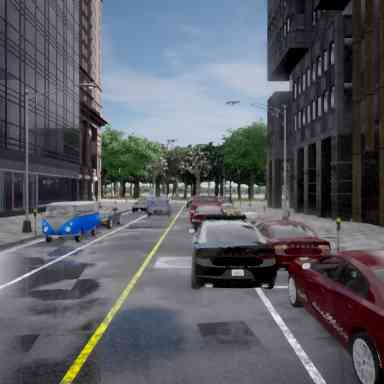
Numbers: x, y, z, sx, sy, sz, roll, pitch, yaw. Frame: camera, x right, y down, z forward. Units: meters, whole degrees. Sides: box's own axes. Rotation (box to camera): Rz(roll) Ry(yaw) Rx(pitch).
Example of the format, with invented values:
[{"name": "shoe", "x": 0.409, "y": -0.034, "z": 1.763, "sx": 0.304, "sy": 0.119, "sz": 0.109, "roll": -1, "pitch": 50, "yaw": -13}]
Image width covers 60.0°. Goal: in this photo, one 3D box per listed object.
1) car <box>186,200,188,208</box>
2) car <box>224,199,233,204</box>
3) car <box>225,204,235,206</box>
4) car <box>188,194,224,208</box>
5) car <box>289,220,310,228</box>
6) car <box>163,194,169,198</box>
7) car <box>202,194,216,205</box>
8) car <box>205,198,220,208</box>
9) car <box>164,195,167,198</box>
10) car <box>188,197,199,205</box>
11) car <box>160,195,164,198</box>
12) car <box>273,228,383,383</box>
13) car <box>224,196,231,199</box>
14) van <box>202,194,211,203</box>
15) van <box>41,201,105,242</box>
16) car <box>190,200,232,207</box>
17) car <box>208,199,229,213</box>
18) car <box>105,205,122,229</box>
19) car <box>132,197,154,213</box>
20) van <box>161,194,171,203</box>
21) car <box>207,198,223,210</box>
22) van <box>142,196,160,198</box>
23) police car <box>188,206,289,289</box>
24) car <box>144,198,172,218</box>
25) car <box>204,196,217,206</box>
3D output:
[{"name": "car", "x": 0.194, "y": 1.500, "z": 47.149, "sx": 2.128, "sy": 1.511, "sz": 4.902, "roll": 0, "pitch": 0, "yaw": 1}, {"name": "car", "x": 2.863, "y": 1.527, "z": 26.962, "sx": 1.752, "sy": 1.417, "sz": 4.829, "roll": 0, "pitch": 0, "yaw": 0}, {"name": "car", "x": 2.821, "y": 1.526, "z": 16.087, "sx": 1.752, "sy": 1.417, "sz": 4.829, "roll": 0, "pitch": 0, "yaw": 0}, {"name": "car", "x": 0.958, "y": 1.224, "z": 25.219, "sx": 2.150, "sy": 2.045, "sz": 5.566, "roll": 0, "pitch": 0, "yaw": 0}, {"name": "car", "x": 2.800, "y": 1.545, "z": 10.480, "sx": 1.887, "sy": 1.381, "sz": 4.507, "roll": 0, "pitch": 0, "yaw": 0}, {"name": "car", "x": -5.539, "y": 1.540, "z": 59.280, "sx": 1.752, "sy": 1.417, "sz": 4.829, "roll": 0, "pitch": 0, "yaw": 0}, {"name": "car", "x": 2.986, "y": 1.330, "z": 59.418, "sx": 2.192, "sy": 1.841, "sz": 5.009, "roll": 0, "pitch": 0, "yaw": 0}, {"name": "car", "x": 2.945, "y": 1.554, "z": 48.543, "sx": 1.887, "sy": 1.381, "sz": 4.507, "roll": 0, "pitch": 0, "yaw": 0}, {"name": "car", "x": -5.559, "y": 1.578, "z": 54.012, "sx": 1.947, "sy": 1.339, "sz": 4.313, "roll": 0, "pitch": 0, "yaw": 0}, {"name": "car", "x": 0.229, "y": 1.580, "z": 60.382, "sx": 1.994, "sy": 1.385, "sz": 4.181, "roll": 0, "pitch": 0, "yaw": 0}, {"name": "car", "x": -5.581, "y": 1.534, "z": 48.405, "sx": 1.752, "sy": 1.417, "sz": 4.829, "roll": 0, "pitch": 0, "yaw": 0}, {"name": "car", "x": 2.779, "y": 1.545, "z": 5.042, "sx": 1.887, "sy": 1.381, "sz": 4.507, "roll": 0, "pitch": 0, "yaw": 0}, {"name": "car", "x": 2.882, "y": 1.318, "z": 32.230, "sx": 2.192, "sy": 1.841, "sz": 5.009, "roll": 0, "pitch": 0, "yaw": 0}, {"name": "van", "x": 3.028, "y": 1.363, "z": 70.293, "sx": 1.690, "sy": 1.788, "sz": 3.998, "roll": 0, "pitch": 0, "yaw": 0}, {"name": "van", "x": -5.705, "y": 1.341, "z": 15.950, "sx": 1.690, "sy": 1.788, "sz": 3.998, "roll": 0, "pitch": 0, "yaw": 0}, {"name": "car", "x": 0.971, "y": 1.479, "z": 19.191, "sx": 1.882, "sy": 1.535, "sz": 5.008, "roll": 0, "pitch": 0, "yaw": 0}, {"name": "car", "x": 2.904, "y": 1.555, "z": 37.667, "sx": 2.008, "sy": 1.369, "sz": 4.403, "roll": 0, "pitch": 0, "yaw": 0}, {"name": "car", "x": -5.684, "y": 1.552, "z": 21.388, "sx": 2.008, "sy": 1.369, "sz": 4.403, "roll": 0, "pitch": 0, "yaw": 0}, {"name": "car", "x": -5.621, "y": 1.570, "z": 37.700, "sx": 1.947, "sy": 1.339, "sz": 4.313, "roll": 0, "pitch": 0, "yaw": 0}, {"name": "van", "x": -5.497, "y": 1.363, "z": 70.325, "sx": 1.690, "sy": 1.788, "sz": 3.998, "roll": 0, "pitch": 0, "yaw": 0}, {"name": "car", "x": 2.925, "y": 1.532, "z": 43.275, "sx": 1.752, "sy": 1.417, "sz": 4.829, "roll": 0, "pitch": 0, "yaw": 0}, {"name": "van", "x": -5.601, "y": 1.348, "z": 43.138, "sx": 1.690, "sy": 1.788, "sz": 3.998, "roll": 0, "pitch": 0, "yaw": 0}, {"name": "police car", "x": 0.933, "y": 1.426, "z": 9.301, "sx": 1.930, "sy": 1.638, "sz": 5.238, "roll": 0, "pitch": 0, "yaw": 0}, {"name": "car", "x": -2.886, "y": 1.566, "z": 30.274, "sx": 1.994, "sy": 1.385, "sz": 4.181, "roll": 0, "pitch": 0, "yaw": 0}, {"name": "car", "x": 2.966, "y": 1.452, "z": 53.980, "sx": 1.967, "sy": 1.590, "sz": 4.097, "roll": 0, "pitch": 0, "yaw": 0}]
